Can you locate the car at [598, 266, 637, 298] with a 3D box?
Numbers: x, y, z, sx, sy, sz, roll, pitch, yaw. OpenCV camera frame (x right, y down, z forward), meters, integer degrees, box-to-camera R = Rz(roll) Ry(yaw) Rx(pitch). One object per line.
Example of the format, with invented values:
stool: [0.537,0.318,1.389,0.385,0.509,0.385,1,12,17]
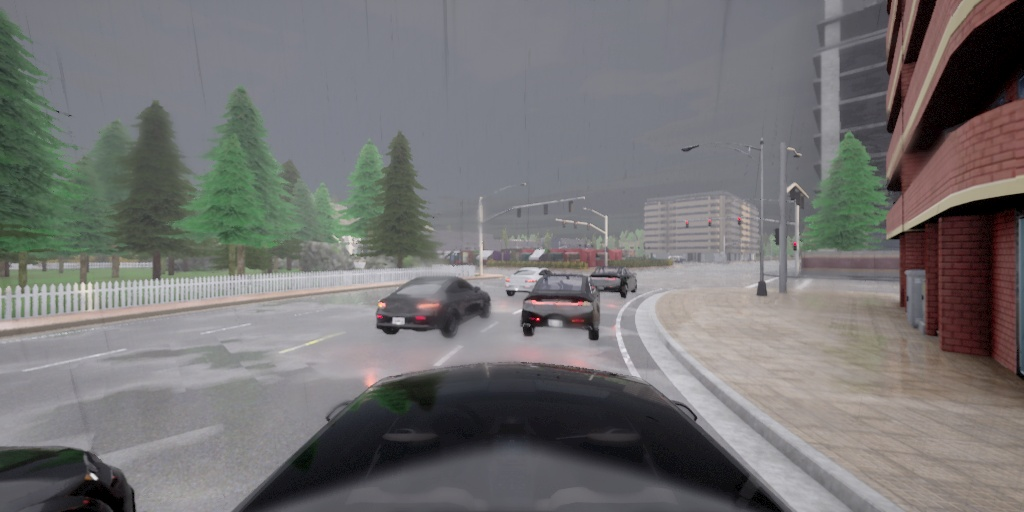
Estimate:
car: [5.306,1.272,18.759,2.128,1.511,4.902,0,0,28]

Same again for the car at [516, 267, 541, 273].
car: [1.228,1.306,18.763,1.812,1.442,4.674,0,0,26]

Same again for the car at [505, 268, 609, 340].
car: [1.541,1.256,10.134,2.128,1.511,4.902,0,0,14]

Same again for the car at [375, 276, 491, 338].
car: [-2.006,1.290,10.259,1.812,1.442,4.674,0,0,13]

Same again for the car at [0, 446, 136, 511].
car: [-3.170,1.311,0.351,1.994,1.385,4.181,0,0,-2]
